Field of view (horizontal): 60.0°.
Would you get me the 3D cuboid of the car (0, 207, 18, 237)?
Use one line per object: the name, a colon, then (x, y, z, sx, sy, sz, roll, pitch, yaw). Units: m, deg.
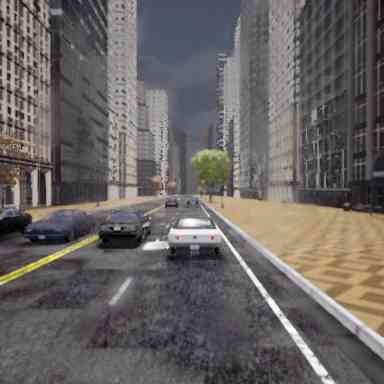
car: (-9.756, 1.543, 16.574, 2.128, 1.511, 4.902, 0, 0, 0)

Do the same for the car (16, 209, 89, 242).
car: (-6.500, 1.598, 17.080, 2.033, 1.411, 5.357, 0, 0, 0)

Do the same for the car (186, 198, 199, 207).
car: (0.102, 1.651, 53.095, 2.128, 1.511, 4.902, 0, 0, 0)

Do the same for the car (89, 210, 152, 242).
car: (-3.149, 1.597, 16.501, 2.033, 1.411, 5.357, 0, 0, 0)

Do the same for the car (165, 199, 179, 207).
car: (-3.147, 1.723, 52.920, 1.994, 1.385, 4.181, 0, 0, 0)

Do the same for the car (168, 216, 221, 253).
car: (0.101, 1.643, 13.856, 1.895, 1.301, 4.718, 0, 0, 0)
